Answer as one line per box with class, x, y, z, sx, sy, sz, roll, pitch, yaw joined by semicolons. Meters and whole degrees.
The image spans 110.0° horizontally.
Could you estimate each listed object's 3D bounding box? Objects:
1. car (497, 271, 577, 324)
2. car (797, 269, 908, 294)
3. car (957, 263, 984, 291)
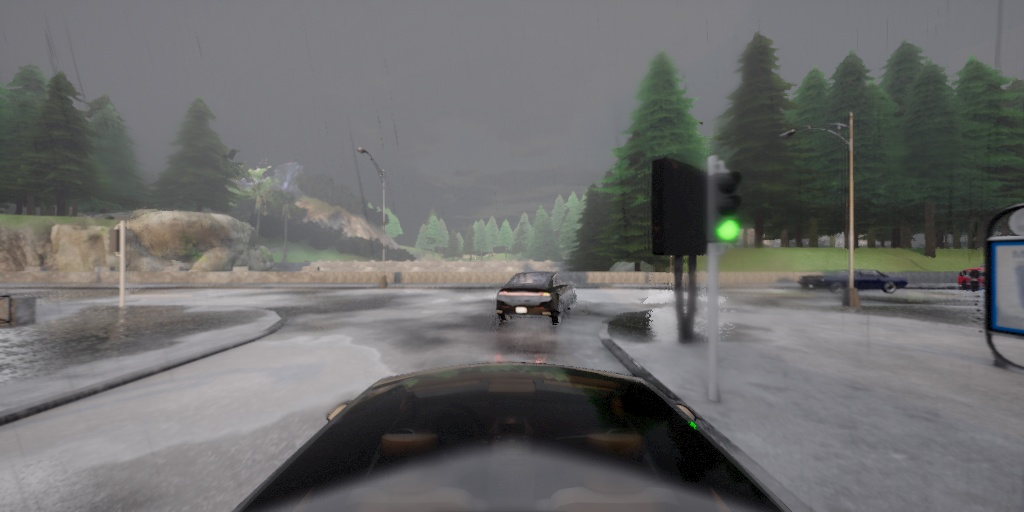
car;0.964;1.262;12.139;2.128;1.511;4.902;0;0;17
car;19.043;1.387;20.228;4.718;1.301;1.895;0;0;0
car;28.839;1.007;20.223;5.566;2.045;2.150;0;0;0
